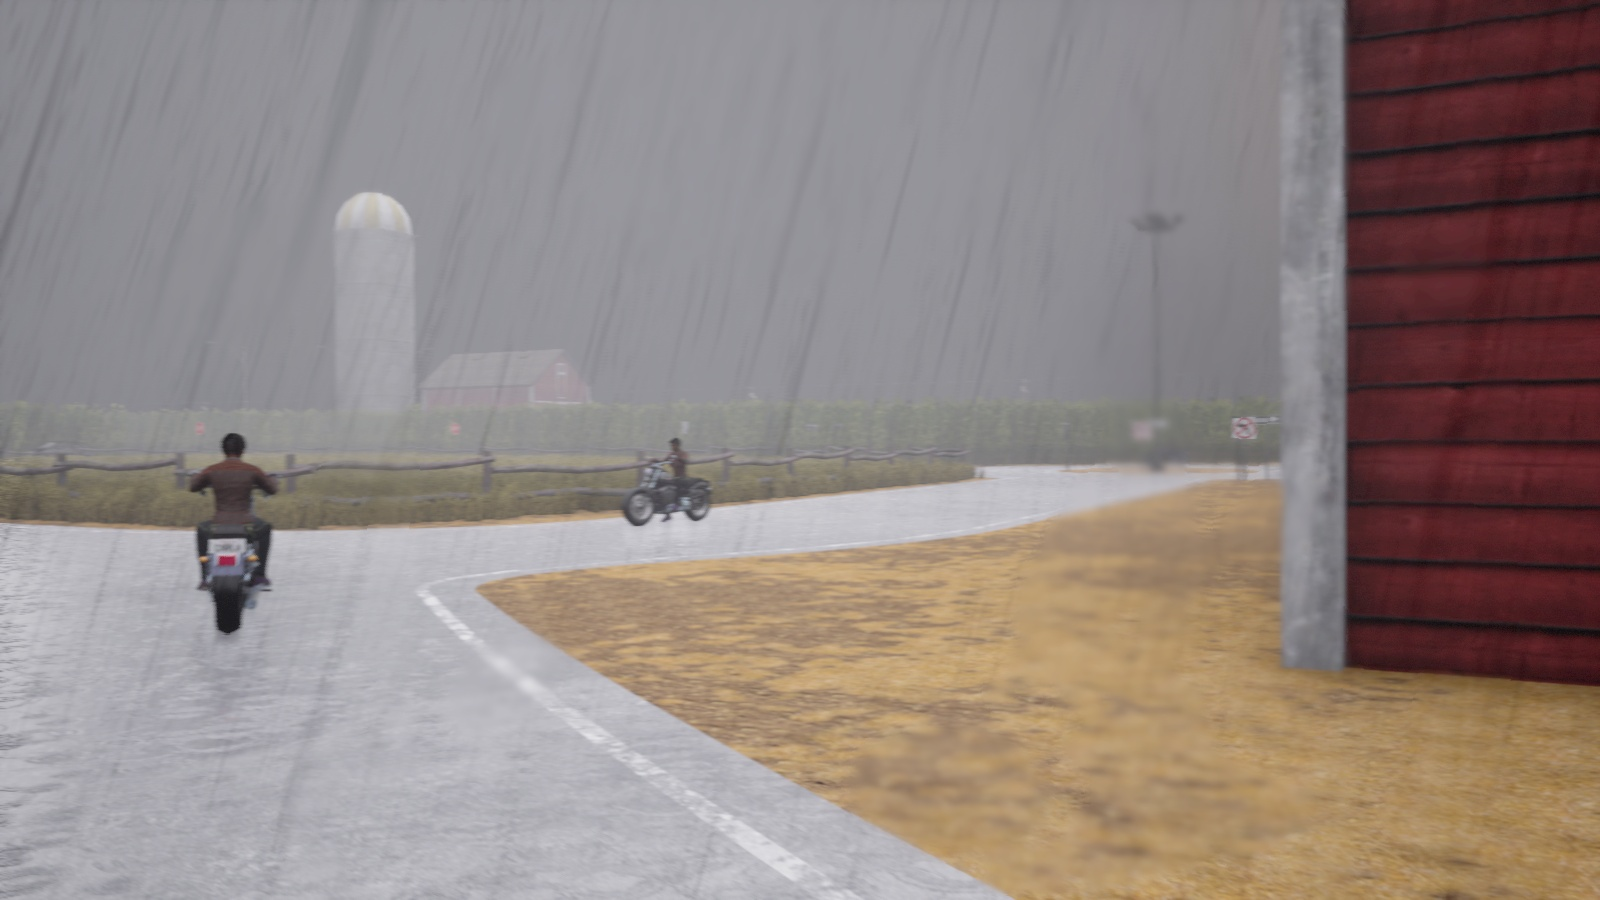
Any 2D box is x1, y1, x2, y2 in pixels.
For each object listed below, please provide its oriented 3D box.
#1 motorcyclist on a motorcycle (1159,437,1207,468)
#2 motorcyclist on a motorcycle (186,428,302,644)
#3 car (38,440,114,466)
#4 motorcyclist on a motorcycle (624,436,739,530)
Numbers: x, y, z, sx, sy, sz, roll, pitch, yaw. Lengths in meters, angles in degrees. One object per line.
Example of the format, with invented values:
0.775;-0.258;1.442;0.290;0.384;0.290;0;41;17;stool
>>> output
20.641;0.136;67.692;2.350;1.649;0.766;0;2;24;motorcyclist on a motorcycle
-4.733;0.657;10.813;0.766;1.649;2.350;0;0;-21;motorcyclist on a motorcycle
-45.216;0.148;78.497;1.789;1.549;3.705;0;1;30;car
-2.172;0.576;23.410;0.766;1.649;2.350;0;1;36;motorcyclist on a motorcycle
